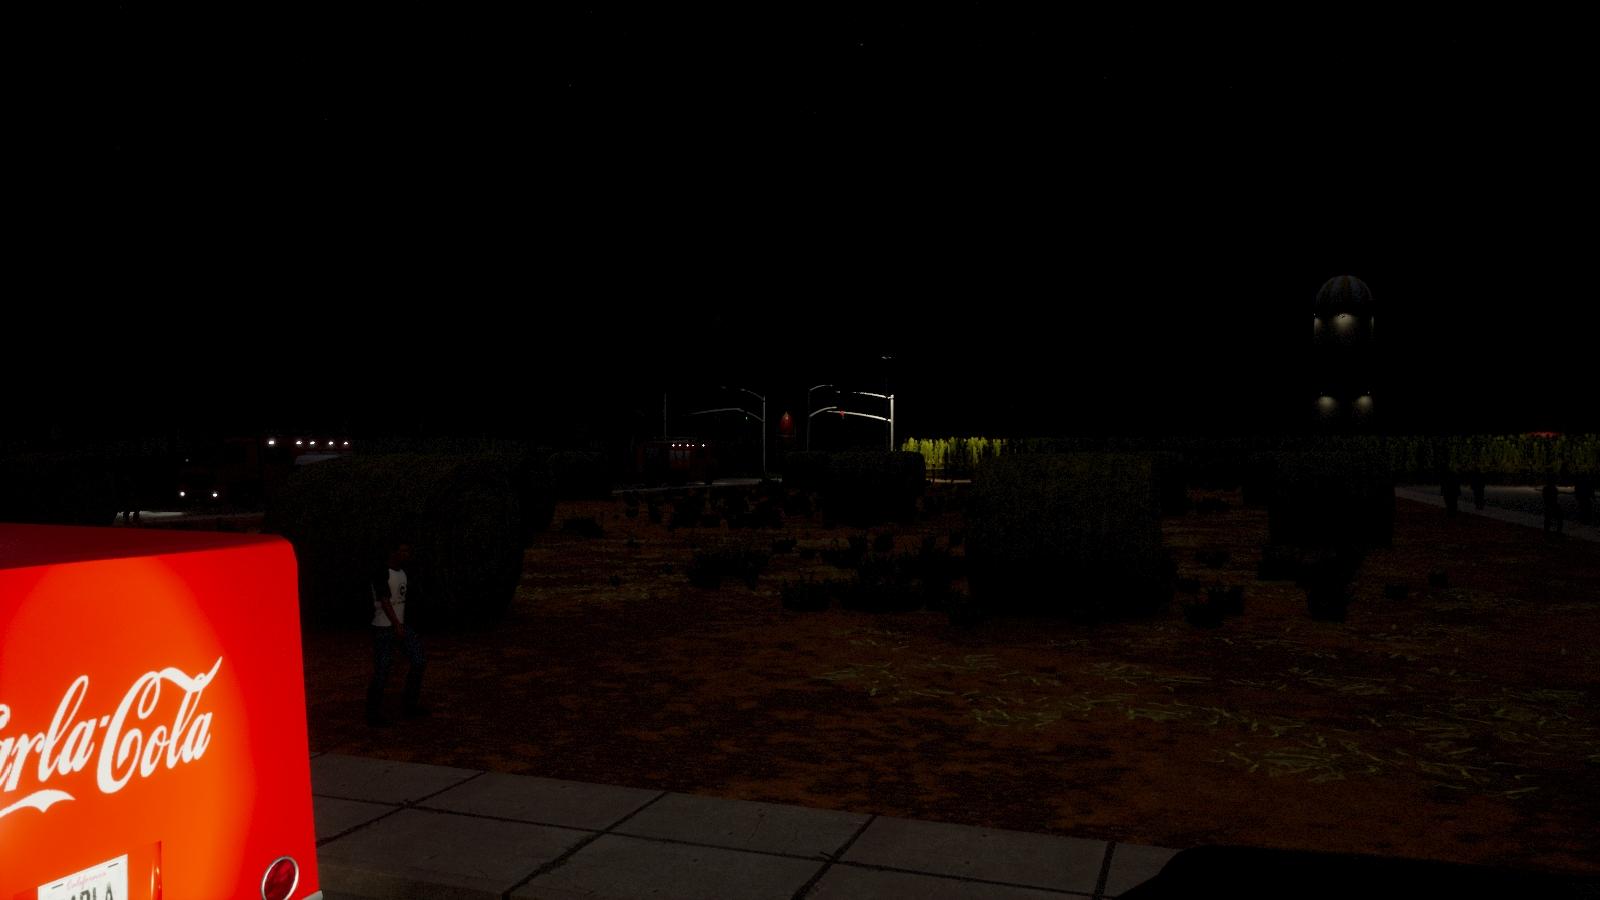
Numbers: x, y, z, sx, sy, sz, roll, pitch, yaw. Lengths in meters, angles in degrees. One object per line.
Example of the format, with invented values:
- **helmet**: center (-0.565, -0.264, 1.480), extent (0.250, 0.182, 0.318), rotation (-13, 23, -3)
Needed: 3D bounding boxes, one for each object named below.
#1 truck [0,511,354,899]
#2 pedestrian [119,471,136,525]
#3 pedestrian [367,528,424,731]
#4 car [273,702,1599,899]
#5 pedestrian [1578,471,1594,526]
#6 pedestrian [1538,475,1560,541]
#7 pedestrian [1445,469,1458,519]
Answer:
- **truck**: center (-5.033, 1.572, 5.132), extent (5.204, 2.467, 2.627), rotation (0, 0, 20)
- **pedestrian**: center (-23.587, 1.685, 40.094), extent (0.375, 1.860, 0.375), rotation (0, 0, 28)
- **pedestrian**: center (-3.847, 1.689, 10.873), extent (0.375, 1.860, 0.375), rotation (0, 0, 11)
- **car**: center (1.269, 1.906, 2.870), extent (4.553, 1.767, 2.097), rotation (0, 0, 20)
- **pedestrian**: center (26.977, 1.664, 39.212), extent (0.375, 1.860, 0.375), rotation (0, 0, 19)
- **pedestrian**: center (21.605, 1.666, 32.955), extent (0.375, 1.860, 0.375), rotation (0, 0, -12)
- **pedestrian**: center (24.578, 1.666, 43.089), extent (0.375, 1.860, 0.375), rotation (0, 0, 21)
